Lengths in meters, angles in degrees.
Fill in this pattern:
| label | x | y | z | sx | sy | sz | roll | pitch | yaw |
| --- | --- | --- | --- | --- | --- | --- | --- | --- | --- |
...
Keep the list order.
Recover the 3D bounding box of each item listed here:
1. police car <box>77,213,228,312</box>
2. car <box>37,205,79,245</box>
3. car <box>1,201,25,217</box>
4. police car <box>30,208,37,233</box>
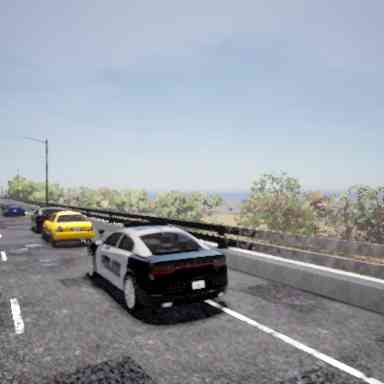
| label | x | y | z | sx | sy | sz | roll | pitch | yaw |
| --- | --- | --- | --- | --- | --- | --- | --- | --- | --- |
| police car | -1.216 | 1.510 | 8.252 | 1.930 | 1.638 | 5.238 | 0 | -1 | -31 |
| car | -6.414 | 1.650 | 16.887 | 1.801 | 1.575 | 5.366 | 0 | -1 | -31 |
| car | -20.193 | 2.030 | 37.778 | 1.994 | 1.385 | 4.181 | 0 | -1 | -31 |
| police car | -9.467 | 1.684 | 21.959 | 1.930 | 1.638 | 5.238 | 0 | -1 | -31 |
